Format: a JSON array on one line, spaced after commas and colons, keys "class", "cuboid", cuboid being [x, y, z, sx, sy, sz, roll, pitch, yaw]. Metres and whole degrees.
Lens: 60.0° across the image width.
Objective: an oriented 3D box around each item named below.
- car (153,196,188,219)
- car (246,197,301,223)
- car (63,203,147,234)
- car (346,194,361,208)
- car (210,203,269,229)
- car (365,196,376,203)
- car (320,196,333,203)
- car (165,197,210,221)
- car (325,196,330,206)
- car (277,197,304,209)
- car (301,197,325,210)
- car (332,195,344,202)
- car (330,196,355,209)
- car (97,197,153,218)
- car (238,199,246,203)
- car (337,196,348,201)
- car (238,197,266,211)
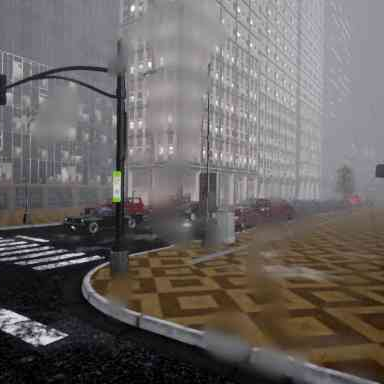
[{"class": "car", "cuboid": [-1.843, 1.283, 28.964, 2.192, 1.841, 5.009, 1, 0, 35]}, {"class": "car", "cuboid": [6.712, 1.409, 26.966, 2.192, 1.841, 5.009, 1, 0, 35]}, {"class": "car", "cuboid": [-5.164, 1.595, 19.747, 1.895, 1.301, 4.718, 1, 1, 35]}, {"class": "car", "cuboid": [25.389, 1.365, 52.881, 2.150, 2.045, 5.566, 1, 1, 35]}, {"class": "car", "cuboid": [3.223, 1.668, 22.038, 1.802, 1.307, 4.206, 1, 0, 35]}, {"class": "car", "cuboid": [39.471, 1.598, 73.527, 1.967, 1.590, 4.097, 1, 1, 35]}, {"class": "car", "cuboid": [29.833, 1.616, 73.547, 1.802, 1.307, 4.206, 1, 1, 35]}, {"class": "car", "cuboid": [0.277, 1.485, 27.470, 1.882, 1.535, 5.008, 1, 1, 35]}, {"class": "car", "cuboid": [23.316, 1.659, 54.958, 1.994, 1.385, 4.181, 1, 1, 35]}, {"class": "car", "cuboid": [13.904, 1.530, 46.614, 2.128, 1.511, 4.902, 1, 0, 36]}, {"class": "car", "cuboid": [15.754, 1.642, 44.251, 1.994, 1.385, 4.181, 1, 0, 35]}, {"class": "car", "cuboid": [36.141, 1.570, 82.467, 1.752, 1.417, 4.829, 1, 1, 35]}, {"class": "car", "cuboid": [21.361, 1.655, 47.119, 1.812, 1.442, 4.674, 1, 1, 35]}, {"class": "car", "cuboid": [-5.498, 1.275, 23.794, 2.192, 1.841, 5.009, 1, 0, 35]}, {"class": "car", "cuboid": [6.225, 1.512, 35.871, 2.128, 1.511, 4.902, 1, 0, 35]}, {"class": "car", "cuboid": [39.426, 1.623, 87.115, 1.947, 1.339, 4.313, 1, 1, 35]}, {"class": "car", "cuboid": [7.659, 1.430, 42.293, 1.967, 1.590, 4.097, 1, 0, 35]}]
